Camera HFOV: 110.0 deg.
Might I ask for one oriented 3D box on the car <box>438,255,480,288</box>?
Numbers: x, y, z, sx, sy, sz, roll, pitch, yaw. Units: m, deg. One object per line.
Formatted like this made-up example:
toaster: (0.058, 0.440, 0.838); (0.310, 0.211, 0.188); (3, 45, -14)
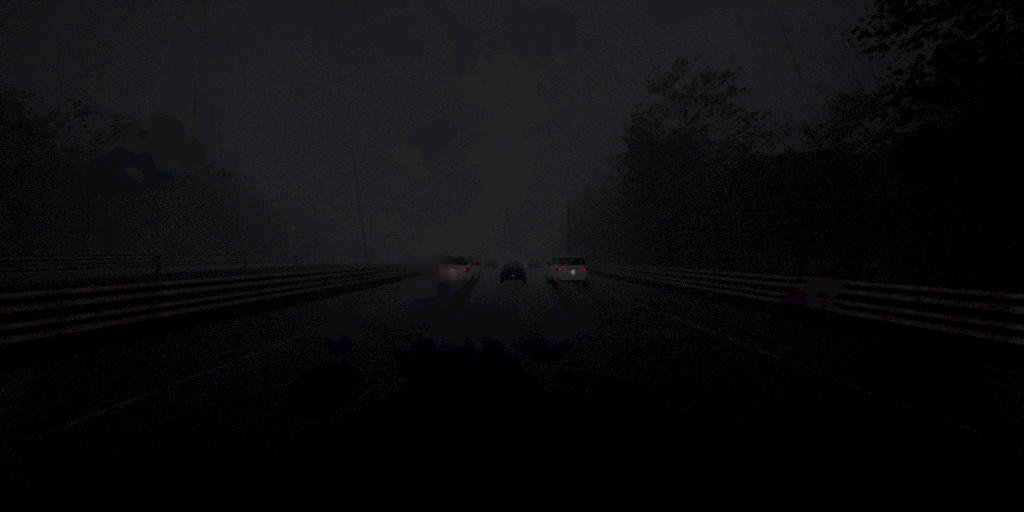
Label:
car: (-3.418, 0.972, 23.697); (2.150, 2.045, 5.566); (0, 0, 0)

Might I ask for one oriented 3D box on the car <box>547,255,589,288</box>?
car: (3.579, 0.972, 23.613); (2.150, 2.045, 5.566); (0, 0, 0)

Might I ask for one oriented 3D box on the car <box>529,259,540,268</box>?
car: (3.598, 1.240, 59.112); (2.128, 1.511, 4.902); (0, 0, 0)

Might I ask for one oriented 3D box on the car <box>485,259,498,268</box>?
car: (-3.403, 1.240, 59.249); (2.128, 1.511, 4.902); (0, 0, 0)

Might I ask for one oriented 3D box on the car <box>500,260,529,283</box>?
car: (0.092, 1.226, 27.793); (1.882, 1.535, 5.008); (0, 0, 0)
